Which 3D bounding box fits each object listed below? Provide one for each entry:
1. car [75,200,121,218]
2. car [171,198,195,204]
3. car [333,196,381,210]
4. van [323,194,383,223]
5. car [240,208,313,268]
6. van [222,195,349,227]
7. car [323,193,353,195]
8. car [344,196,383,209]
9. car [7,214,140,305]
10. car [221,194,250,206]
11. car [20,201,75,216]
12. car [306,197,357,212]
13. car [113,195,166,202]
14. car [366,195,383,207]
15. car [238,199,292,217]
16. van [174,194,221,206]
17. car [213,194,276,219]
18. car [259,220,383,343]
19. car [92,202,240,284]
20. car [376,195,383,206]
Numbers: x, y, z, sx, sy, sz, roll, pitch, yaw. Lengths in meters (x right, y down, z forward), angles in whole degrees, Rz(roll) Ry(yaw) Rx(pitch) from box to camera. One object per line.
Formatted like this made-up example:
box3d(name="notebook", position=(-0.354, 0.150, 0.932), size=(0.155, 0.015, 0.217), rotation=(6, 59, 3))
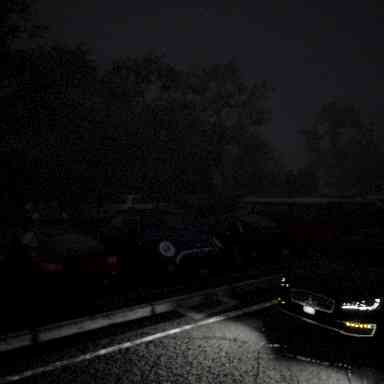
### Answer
box3d(name="car", position=(-6.727, 1.498, 21.777), size=(2.163, 1.488, 4.792), rotation=(0, 0, -36))
box3d(name="car", position=(-2.339, 1.458, 25.185), size=(1.946, 1.575, 5.366), rotation=(0, 0, -36))
box3d(name="car", position=(20.336, 1.304, 41.204), size=(2.097, 1.535, 5.008), rotation=(-1, 0, -36))
box3d(name="van", position=(5.753, 1.233, 14.807), size=(1.878, 1.987, 4.442), rotation=(0, 0, -36))
box3d(name="car", position=(1.266, 1.468, 11.442), size=(2.231, 1.521, 4.892), rotation=(0, 0, -36))
box3d(name="van", position=(3.474, 1.237, 13.174), size=(1.878, 1.987, 4.442), rotation=(0, 0, -36))
box3d(name="car", position=(8.117, 1.204, 16.322), size=(2.435, 2.045, 5.566), rotation=(0, 0, -36))
box3d(name="car", position=(22.593, 1.278, 42.821), size=(2.097, 1.535, 5.008), rotation=(-1, 0, -36))
box3d(name="car", position=(-3.293, 1.515, 8.180), size=(2.002, 1.452, 4.674), rotation=(0, 0, -36))
box3d(name="car", position=(2.265, 1.201, 28.289), size=(2.435, 2.045, 5.566), rotation=(0, 0, -36))
box3d(name="car", position=(-9.020, 1.347, 20.208), size=(2.185, 1.767, 4.553), rotation=(0, 0, -36))
box3d(name="car", position=(15.831, 1.356, 37.963), size=(2.231, 1.521, 4.892), rotation=(-1, 0, -36))
box3d(name="car", position=(-4.505, 1.214, 23.440), size=(2.435, 2.045, 5.566), rotation=(0, 0, -36))
box3d(name="car", position=(27.091, 1.256, 46.072), size=(2.163, 1.488, 4.792), rotation=(-1, 0, -36))
box3d(name="car", position=(6.779, 1.462, 31.522), size=(2.163, 1.488, 4.792), rotation=(0, 0, -36))
box3d(name="van", position=(-0.044, 1.231, 26.744), size=(1.878, 1.987, 4.442), rotation=(0, 0, -36))
box3d(name="car", position=(4.555, 1.192, 29.859), size=(2.435, 2.045, 5.566), rotation=(0, 0, -36))
box3d(name="car", position=(3.712, 1.490, 6.336), size=(4.892, 1.490, 1.837), rotation=(0, 0, -36))
box3d(name="car", position=(-1.034, 1.346, 9.840), size=(2.185, 1.767, 4.553), rotation=(0, 0, -36))
box3d(name="car", position=(29.472, 1.197, 47.514), size=(1.946, 1.575, 5.366), rotation=(-1, 0, -36))
